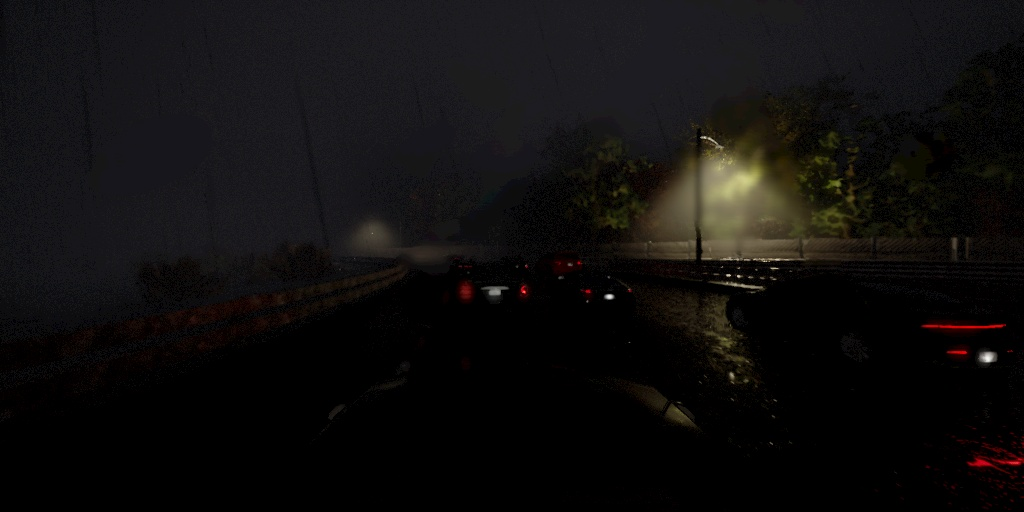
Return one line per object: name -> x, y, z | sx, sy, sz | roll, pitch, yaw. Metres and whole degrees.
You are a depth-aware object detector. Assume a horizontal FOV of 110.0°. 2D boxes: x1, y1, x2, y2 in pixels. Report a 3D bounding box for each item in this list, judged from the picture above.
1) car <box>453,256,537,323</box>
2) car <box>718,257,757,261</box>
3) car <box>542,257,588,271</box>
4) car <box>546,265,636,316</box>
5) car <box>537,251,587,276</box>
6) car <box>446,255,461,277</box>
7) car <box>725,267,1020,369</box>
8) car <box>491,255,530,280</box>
car -> -0.670, 0.990, 11.855 | 2.097, 1.767, 4.553 | 0, 1, -6
car -> 16.985, 0.826, 27.860 | 4.902, 1.511, 2.128 | 0, 1, 39
car -> 5.671, 0.804, 38.803 | 1.895, 1.301, 4.718 | -1, 1, -44
car -> 2.727, 1.182, 12.848 | 1.994, 1.385, 4.181 | 0, 1, -6
car -> 3.532, 0.664, 28.058 | 2.150, 2.045, 5.566 | -1, 1, -14
car -> -3.764, 0.954, 28.267 | 2.128, 1.511, 4.902 | 0, 1, -14
car -> 6.712, 1.172, 7.591 | 1.837, 1.490, 4.892 | 0, 1, -4
car -> -0.197, 0.804, 28.419 | 2.097, 1.767, 4.553 | 0, 1, -14
